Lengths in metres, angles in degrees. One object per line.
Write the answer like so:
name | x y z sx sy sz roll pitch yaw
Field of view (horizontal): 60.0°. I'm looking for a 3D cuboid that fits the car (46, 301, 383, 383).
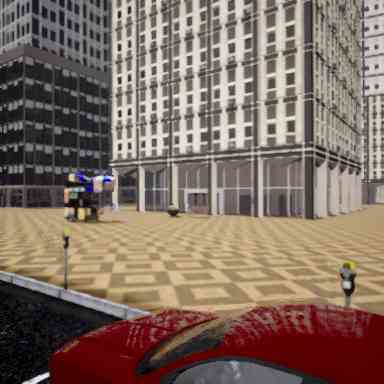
car | 0.740 1.545 2.381 4.507 1.381 1.887 0 0 35
